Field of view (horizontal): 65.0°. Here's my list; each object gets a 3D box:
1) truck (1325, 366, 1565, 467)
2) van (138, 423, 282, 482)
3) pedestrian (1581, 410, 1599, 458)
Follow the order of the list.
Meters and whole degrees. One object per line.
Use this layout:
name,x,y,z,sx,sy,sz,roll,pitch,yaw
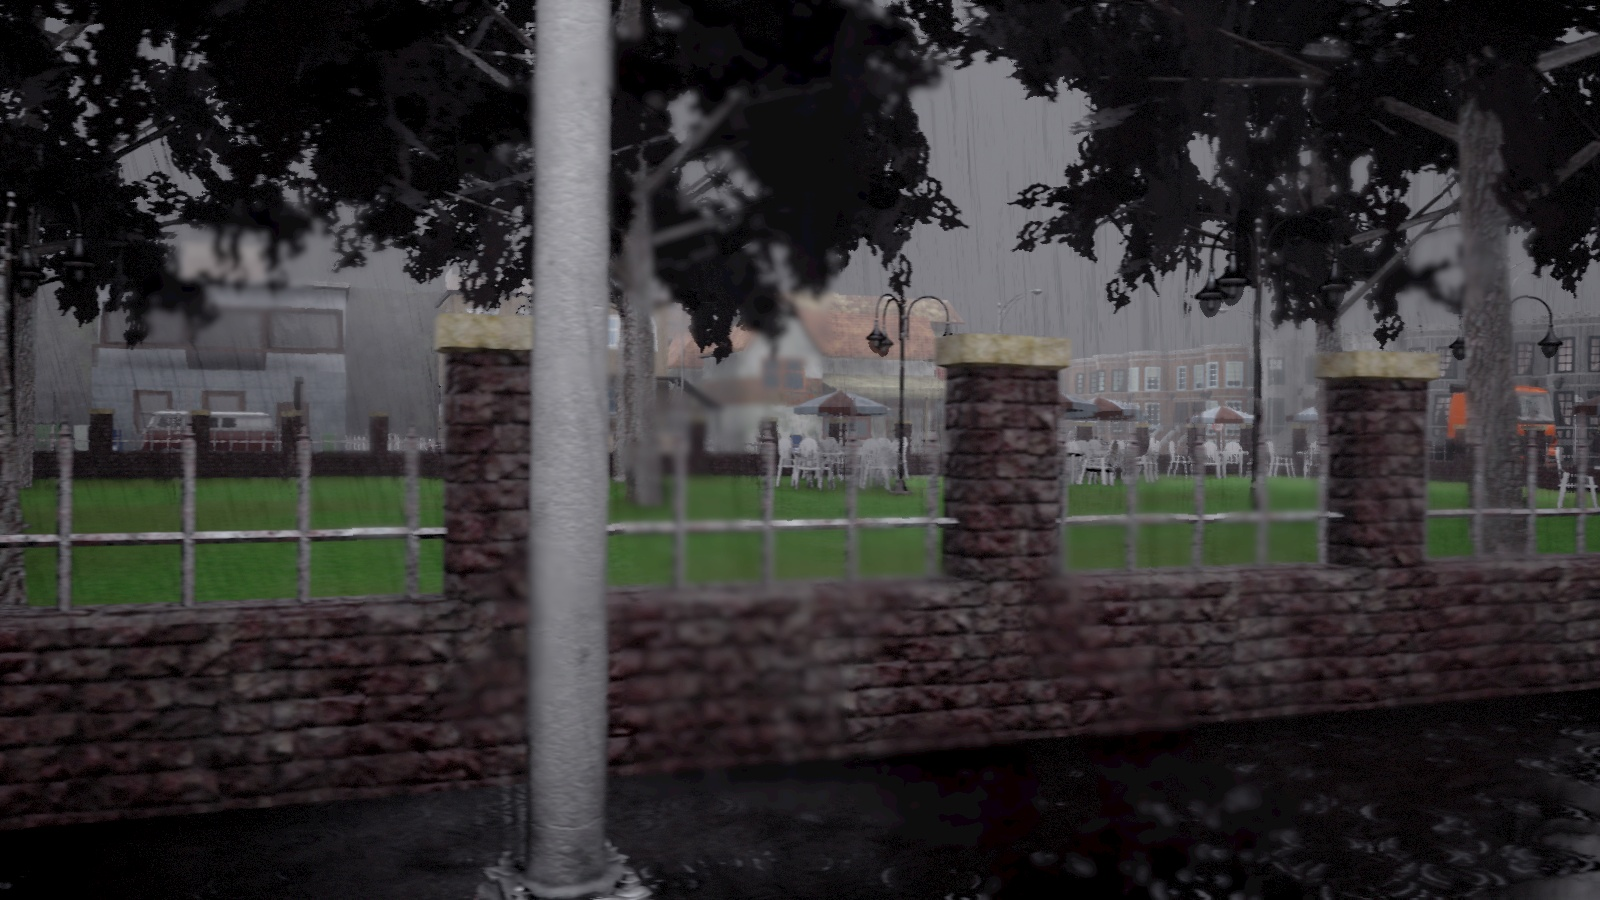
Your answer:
truck,23.859,-1.207,47.000,2.891,3.462,7.936,-1,1,-24
van,-20.728,0.054,44.330,4.442,1.987,1.775,-1,1,-21
pedestrian,31.292,-0.634,49.361,0.899,1.844,0.634,0,1,45
